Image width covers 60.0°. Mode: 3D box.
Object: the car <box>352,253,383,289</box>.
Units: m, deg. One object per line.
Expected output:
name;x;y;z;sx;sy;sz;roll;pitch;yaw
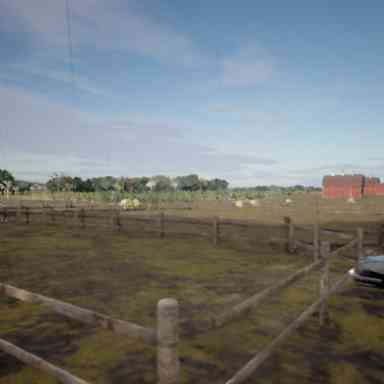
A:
car;6.325;1.685;6.793;5.357;1.411;2.033;0;-1;38
